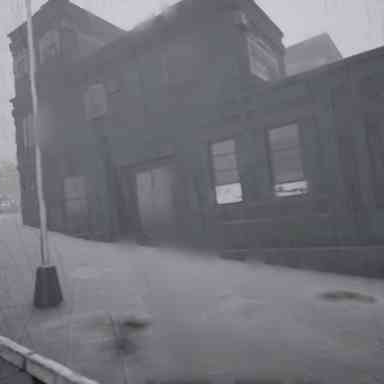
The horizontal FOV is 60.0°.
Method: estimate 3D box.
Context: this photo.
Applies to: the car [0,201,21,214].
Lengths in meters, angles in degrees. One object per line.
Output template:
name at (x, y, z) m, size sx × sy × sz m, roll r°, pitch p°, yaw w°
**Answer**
car at (-17.723, 1.658, 33.887) m, size 2.033 × 1.411 × 5.357 m, roll -7°, pitch -2°, yaw 22°
